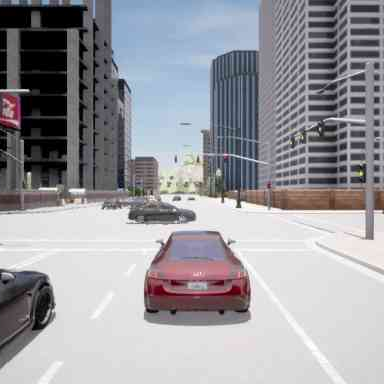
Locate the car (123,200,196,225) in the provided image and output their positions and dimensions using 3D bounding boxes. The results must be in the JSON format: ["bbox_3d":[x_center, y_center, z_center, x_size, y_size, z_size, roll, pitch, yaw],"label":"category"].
[{"bbox_3d":[-2.132,1.505,23.738,4.892,1.490,1.837,0,0,0],"label":"car"}]

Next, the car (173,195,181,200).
[{"bbox_3d":[-3.631,1.525,81.708,2.128,1.511,4.902,0,0,0],"label":"car"}]

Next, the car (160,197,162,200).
[{"bbox_3d":[-7.106,1.505,66.552,1.837,1.490,4.892,0,0,0],"label":"car"}]

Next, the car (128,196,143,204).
[{"bbox_3d":[-10.612,1.564,62.730,1.994,1.385,4.181,0,0,0],"label":"car"}]

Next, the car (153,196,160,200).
[{"bbox_3d":[-7.120,1.478,56.354,1.882,1.535,5.008,0,0,0],"label":"car"}]

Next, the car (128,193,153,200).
[{"bbox_3d":[-7.159,1.352,47.018,2.097,1.767,4.553,0,0,0],"label":"car"}]

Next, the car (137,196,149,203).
[{"bbox_3d":[-10.616,1.552,72.725,1.994,1.385,4.181,0,0,0],"label":"car"}]

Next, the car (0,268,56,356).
[{"bbox_3d":[-3.413,1.564,4.244,1.994,1.385,4.181,0,0,0],"label":"car"}]

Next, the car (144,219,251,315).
[{"bbox_3d":[0.089,1.564,7.660,1.994,1.385,4.181,0,0,0],"label":"car"}]

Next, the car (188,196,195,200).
[{"bbox_3d":[-0.135,1.595,84.240,1.895,1.301,4.718,0,0,0],"label":"car"}]

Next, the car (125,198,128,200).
[{"bbox_3d":[-10.637,1.601,53.583,1.895,1.301,4.718,0,0,0],"label":"car"}]

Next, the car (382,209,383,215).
[{"bbox_3d":[18.507,1.601,27.580,4.718,1.301,1.895,0,0,0],"label":"car"}]

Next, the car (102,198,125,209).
[{"bbox_3d":[-10.662,1.526,44.475,1.812,1.442,4.674,0,0,0],"label":"car"}]
